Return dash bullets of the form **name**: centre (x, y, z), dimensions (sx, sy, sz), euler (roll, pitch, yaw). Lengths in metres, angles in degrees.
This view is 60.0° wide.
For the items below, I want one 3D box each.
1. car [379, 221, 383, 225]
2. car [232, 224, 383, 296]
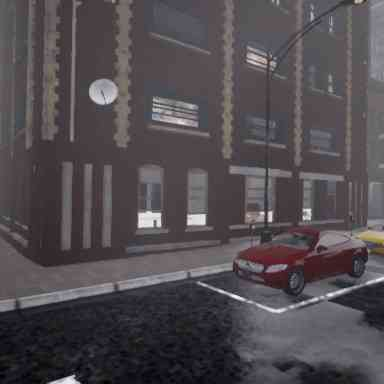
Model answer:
- **car**: centre (7.429, 1.527, 11.840), dimensions (4.829, 1.417, 1.752), euler (0, 1, -35)
- **car**: centre (2.939, 1.581, 8.639), dimensions (4.206, 1.307, 1.802), euler (0, 1, -35)
